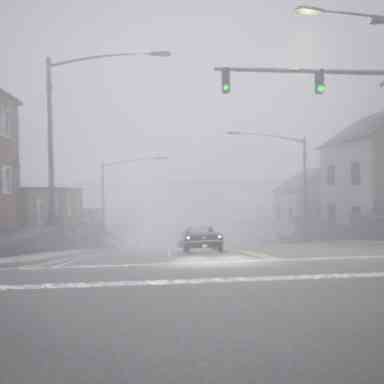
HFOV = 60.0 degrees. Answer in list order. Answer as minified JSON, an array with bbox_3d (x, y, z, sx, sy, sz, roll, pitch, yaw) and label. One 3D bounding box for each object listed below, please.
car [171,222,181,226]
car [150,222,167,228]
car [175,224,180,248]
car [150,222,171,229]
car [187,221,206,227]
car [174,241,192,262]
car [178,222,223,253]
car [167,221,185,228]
[{"bbox_3d":[-4.108,8.714,87.300,4.974,1.542,2.038,-2,1,-41],"label":"car"},{"bbox_3d":[-8.745,8.653,86.981,4.536,1.218,1.853,-1,1,39],"label":"car"},{"bbox_3d":[-0.292,3.895,27.487,1.837,1.490,4.892,-1,-12,-5],"label":"car"},{"bbox_3d":[-8.702,8.810,86.950,4.974,1.542,2.038,-1,1,39],"label":"car"},{"bbox_3d":[1.134,8.440,88.502,4.536,1.218,1.853,-1,1,24],"label":"car"},{"bbox_3d":[-1.098,6.760,37.601,1.837,1.490,4.892,-1,-20,-5],"label":"car"},{"bbox_3d":[0.418,2.437,17.277,1.895,1.301,4.718,-1,-8,-4],"label":"car"},{"bbox_3d":[-4.072,8.556,87.332,4.536,1.218,1.853,-2,1,-41],"label":"car"}]
